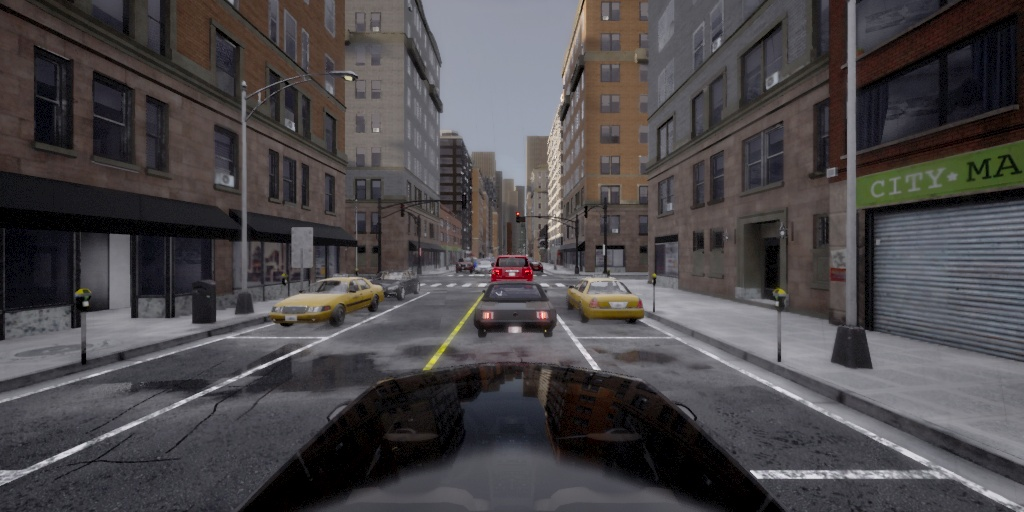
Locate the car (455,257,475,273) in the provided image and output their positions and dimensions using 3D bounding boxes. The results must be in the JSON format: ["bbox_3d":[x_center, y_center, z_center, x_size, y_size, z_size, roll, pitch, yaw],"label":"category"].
[{"bbox_3d":[-5.656,1.078,44.079,2.192,1.841,5.009,0,0,0],"label":"car"}]

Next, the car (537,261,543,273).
[{"bbox_3d":[2.869,1.308,44.076,1.888,1.381,4.507,0,0,0],"label":"car"}]

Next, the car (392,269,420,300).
[{"bbox_3d":[-5.664,1.302,17.305,2.007,1.370,4.403,0,0,0],"label":"car"}]

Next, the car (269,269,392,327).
[{"bbox_3d":[-5.666,1.276,11.610,1.751,1.417,4.829,0,0,0],"label":"car"}]

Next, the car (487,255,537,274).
[{"bbox_3d":[0.006,0.974,19.957,2.150,2.045,5.566,0,0,0],"label":"car"}]

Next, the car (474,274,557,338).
[{"bbox_3d":[0.084,1.351,10.187,1.895,1.301,4.718,0,0,0],"label":"car"}]

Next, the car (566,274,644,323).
[{"bbox_3d":[2.860,1.276,11.947,1.751,1.417,4.829,0,0,0],"label":"car"}]

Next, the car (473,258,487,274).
[{"bbox_3d":[-3.091,1.287,41.137,1.812,1.442,4.674,0,0,0],"label":"car"}]
